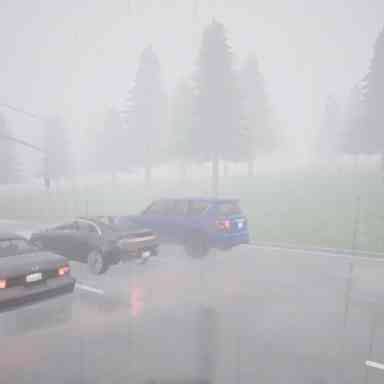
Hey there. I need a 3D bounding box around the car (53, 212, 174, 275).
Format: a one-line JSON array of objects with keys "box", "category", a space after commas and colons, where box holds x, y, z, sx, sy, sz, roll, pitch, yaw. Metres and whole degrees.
[{"box": [-3.211, 1.485, 10.451, 4.902, 1.511, 2.128, 0, 0, 36], "category": "car"}]

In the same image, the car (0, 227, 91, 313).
[{"box": [-4.807, 1.541, 7.285, 5.357, 1.411, 2.033, 0, 0, 36], "category": "car"}]

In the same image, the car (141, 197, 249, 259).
[{"box": [-0.540, 1.216, 12.837, 5.566, 2.045, 2.150, 0, 0, 35], "category": "car"}]
